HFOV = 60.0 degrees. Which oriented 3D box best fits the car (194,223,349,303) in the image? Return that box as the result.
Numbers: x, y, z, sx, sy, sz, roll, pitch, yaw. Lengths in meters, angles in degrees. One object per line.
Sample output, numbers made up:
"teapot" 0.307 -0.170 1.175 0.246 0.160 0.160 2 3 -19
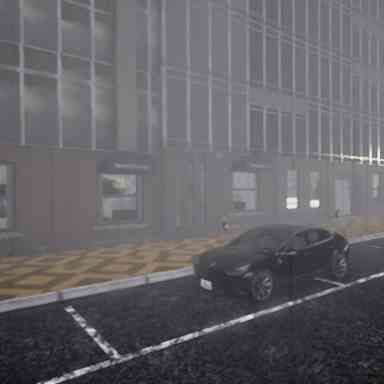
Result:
"car" 2.062 1.469 8.006 4.313 1.339 1.947 -1 1 -35
